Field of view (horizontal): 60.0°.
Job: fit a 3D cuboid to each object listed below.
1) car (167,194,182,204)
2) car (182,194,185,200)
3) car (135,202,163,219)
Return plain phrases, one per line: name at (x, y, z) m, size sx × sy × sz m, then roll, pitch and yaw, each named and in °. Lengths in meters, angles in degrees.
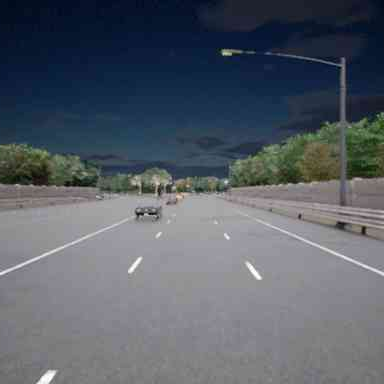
car at (-3.500, 1.507, 60.902) m, size 2.033 × 1.411 × 5.357 m, roll 0°, pitch 0°, yaw 0°
car at (-3.500, 1.288, 86.378) m, size 2.097 × 1.767 × 4.553 m, roll 0°, pitch 0°, yaw 0°
car at (-3.500, 1.451, 27.814) m, size 1.895 × 1.301 × 4.718 m, roll 0°, pitch 0°, yaw 0°
